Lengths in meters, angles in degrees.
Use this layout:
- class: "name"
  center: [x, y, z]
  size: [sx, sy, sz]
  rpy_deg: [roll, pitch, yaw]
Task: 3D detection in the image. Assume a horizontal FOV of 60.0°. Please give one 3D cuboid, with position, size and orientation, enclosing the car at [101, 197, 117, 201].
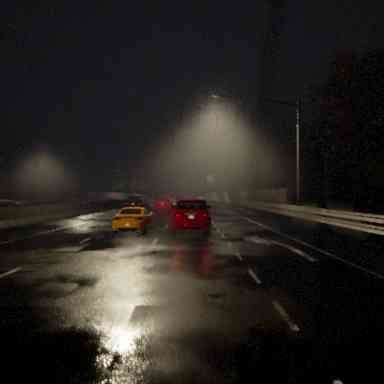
- class: "car"
  center: [-17.652, 1.782, 72.154]
  size: [2.097, 1.767, 4.553]
  rpy_deg: [0, -1, 0]

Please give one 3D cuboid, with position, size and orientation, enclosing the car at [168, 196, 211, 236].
- class: "car"
  center: [-0.041, 1.405, 19.979]
  size: [2.150, 2.045, 5.566]
  rpy_deg: [0, -1, 0]

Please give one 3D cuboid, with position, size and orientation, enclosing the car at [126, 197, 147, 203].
- class: "car"
  center: [-7.089, 1.603, 42.636]
  size: [2.150, 2.045, 5.566]
  rpy_deg: [0, -1, 0]

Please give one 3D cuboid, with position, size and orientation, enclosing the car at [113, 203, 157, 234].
- class: "car"
  center: [-3.545, 1.663, 20.683]
  size: [1.882, 1.535, 5.008]
  rpy_deg: [0, -1, 0]

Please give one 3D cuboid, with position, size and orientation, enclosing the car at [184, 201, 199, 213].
- class: "car"
  center: [-0.093, 1.919, 42.870]
  size: [1.812, 1.442, 4.674]
  rpy_deg: [0, -1, 0]

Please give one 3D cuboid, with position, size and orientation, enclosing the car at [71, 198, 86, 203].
- class: "car"
  center: [-24.657, 2.041, 74.406]
  size: [1.882, 1.535, 5.008]
  rpy_deg: [0, -1, 0]

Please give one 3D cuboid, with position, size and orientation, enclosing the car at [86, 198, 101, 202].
- class: "car"
  center: [-21.155, 2.115, 73.579]
  size: [2.033, 1.411, 5.357]
  rpy_deg: [0, -1, 0]

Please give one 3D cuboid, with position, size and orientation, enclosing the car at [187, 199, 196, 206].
- class: "car"
  center: [-0.152, 2.213, 72.025]
  size: [1.994, 1.385, 4.181]
  rpy_deg: [0, -1, 0]

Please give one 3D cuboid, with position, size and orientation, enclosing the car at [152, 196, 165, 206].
- class: "car"
  center: [-7.151, 1.874, 71.853]
  size: [2.150, 2.045, 5.566]
  rpy_deg: [0, -1, 0]

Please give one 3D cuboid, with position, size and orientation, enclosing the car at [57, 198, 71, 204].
- class: "car"
  center: [-28.149, 2.118, 73.565]
  size: [1.994, 1.385, 4.181]
  rpy_deg: [0, -1, 0]

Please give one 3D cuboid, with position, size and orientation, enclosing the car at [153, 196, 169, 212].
- class: "car"
  center: [-3.591, 1.609, 42.763]
  size: [2.150, 2.045, 5.566]
  rpy_deg: [0, -1, 0]

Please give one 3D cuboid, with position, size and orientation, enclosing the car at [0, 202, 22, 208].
- class: "car"
  center: [-17.654, 1.769, 31.460]
  size: [1.837, 1.490, 4.892]
  rpy_deg: [0, 0, 0]
